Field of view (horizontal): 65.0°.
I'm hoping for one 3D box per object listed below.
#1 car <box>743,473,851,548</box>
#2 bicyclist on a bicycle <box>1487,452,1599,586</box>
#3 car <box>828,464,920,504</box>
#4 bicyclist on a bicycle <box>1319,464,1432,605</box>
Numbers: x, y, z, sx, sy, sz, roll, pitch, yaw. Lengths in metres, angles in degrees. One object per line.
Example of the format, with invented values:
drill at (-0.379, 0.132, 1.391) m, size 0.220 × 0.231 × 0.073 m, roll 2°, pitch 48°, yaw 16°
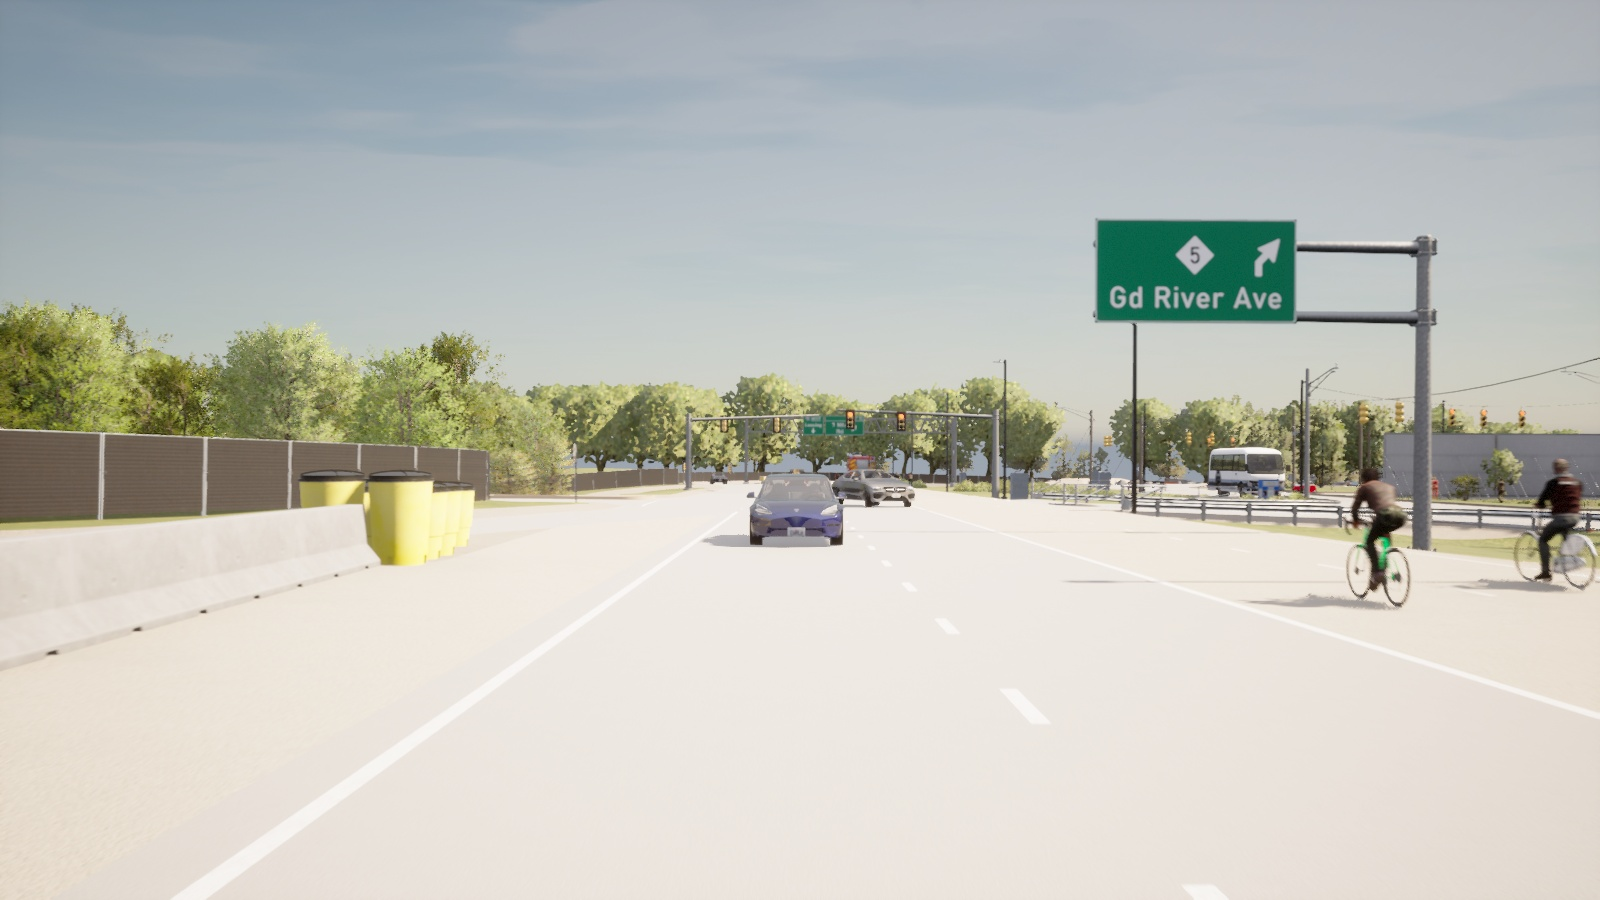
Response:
car at (-0.065, 1.260, 27.542) m, size 2.163 × 1.488 × 4.792 m, roll 0°, pitch -1°, yaw 0°
bicyclist on a bicycle at (10.458, 0.928, 17.584) m, size 0.659 × 1.776 × 1.843 m, roll 0°, pitch -1°, yaw 0°
car at (3.150, 1.471, 54.821) m, size 2.152 × 1.651 × 5.027 m, roll 0°, pitch -1°, yaw -21°
bicyclist on a bicycle at (6.963, 0.988, 15.280) m, size 0.582 × 1.620 × 1.656 m, roll 0°, pitch -1°, yaw 0°
